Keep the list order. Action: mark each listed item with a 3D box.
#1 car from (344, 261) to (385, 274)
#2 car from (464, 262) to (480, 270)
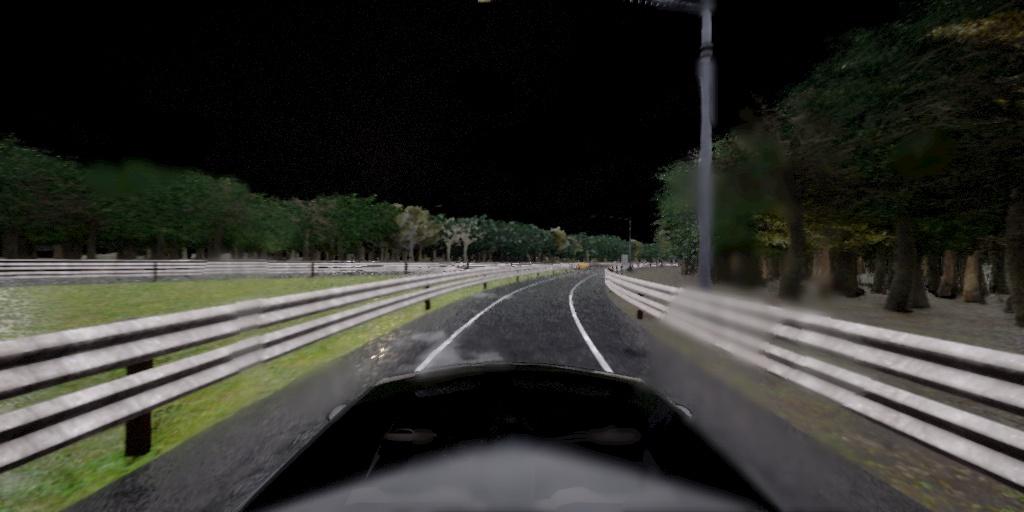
[{"bbox_3d":[-17.461,1.336,42.561,1.837,1.490,4.892,0,-1,36],"label":"car"},{"bbox_3d":[-6.006,1.674,58.442,2.128,1.511,4.902,0,-1,36],"label":"car"}]
